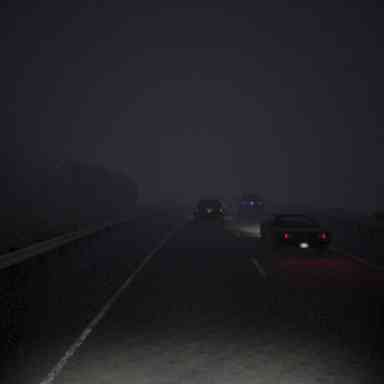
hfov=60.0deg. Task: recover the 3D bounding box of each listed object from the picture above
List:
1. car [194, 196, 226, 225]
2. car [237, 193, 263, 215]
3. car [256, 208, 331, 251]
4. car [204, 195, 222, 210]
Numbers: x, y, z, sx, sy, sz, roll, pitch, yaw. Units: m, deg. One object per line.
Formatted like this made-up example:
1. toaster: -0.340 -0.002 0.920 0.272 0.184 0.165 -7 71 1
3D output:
1. car: 1.317 1.289 23.860 2.097 1.767 4.553 0 0 5
2. car: 5.648 1.139 32.579 2.150 2.045 5.566 0 0 5
3. car: 4.064 1.567 13.892 1.895 1.301 4.718 0 0 3
4. car: 2.602 1.244 42.036 2.097 1.767 4.553 0 0 1
